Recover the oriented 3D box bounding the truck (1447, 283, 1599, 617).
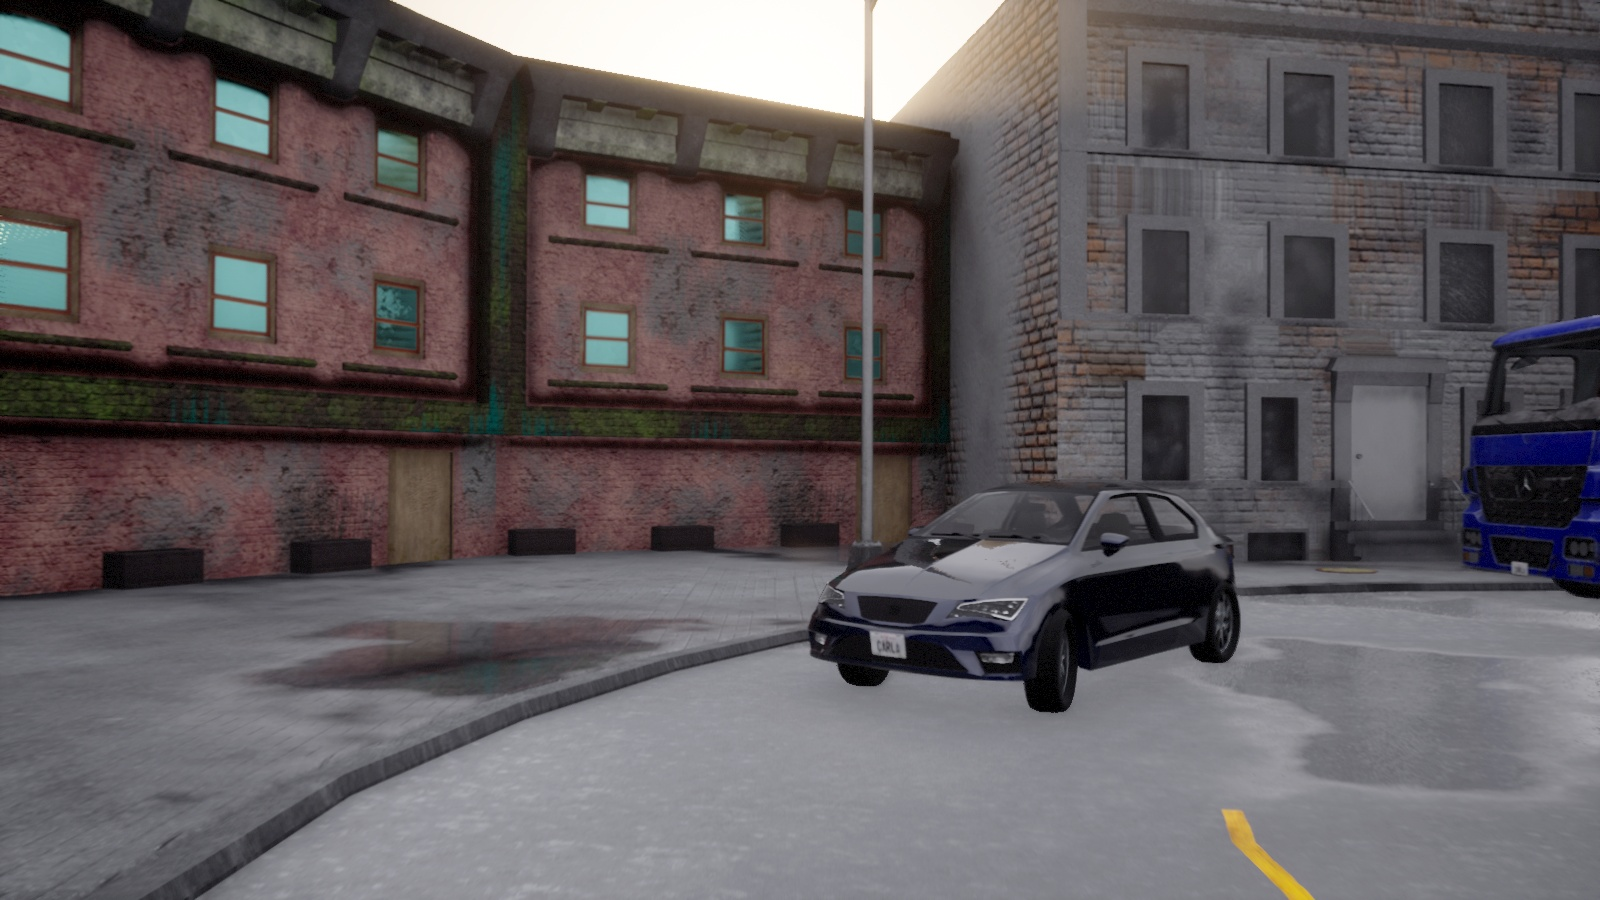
[{"bbox_3d":[12.206,0.004,14.522,7.936,3.462,2.891,0,-1,-1],"label":"truck"}]

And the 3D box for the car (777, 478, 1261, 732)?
[{"bbox_3d":[1.880,0.967,9.645,1.816,1.474,4.193,-1,-1,39],"label":"car"}]
